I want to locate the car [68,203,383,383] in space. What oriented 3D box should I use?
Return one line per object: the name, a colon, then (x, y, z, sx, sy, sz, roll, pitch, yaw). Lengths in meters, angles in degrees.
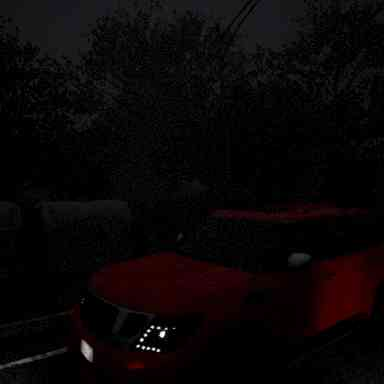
car: (1.144, 1.223, 4.991, 5.566, 2.045, 2.150, 0, 0, -38)
